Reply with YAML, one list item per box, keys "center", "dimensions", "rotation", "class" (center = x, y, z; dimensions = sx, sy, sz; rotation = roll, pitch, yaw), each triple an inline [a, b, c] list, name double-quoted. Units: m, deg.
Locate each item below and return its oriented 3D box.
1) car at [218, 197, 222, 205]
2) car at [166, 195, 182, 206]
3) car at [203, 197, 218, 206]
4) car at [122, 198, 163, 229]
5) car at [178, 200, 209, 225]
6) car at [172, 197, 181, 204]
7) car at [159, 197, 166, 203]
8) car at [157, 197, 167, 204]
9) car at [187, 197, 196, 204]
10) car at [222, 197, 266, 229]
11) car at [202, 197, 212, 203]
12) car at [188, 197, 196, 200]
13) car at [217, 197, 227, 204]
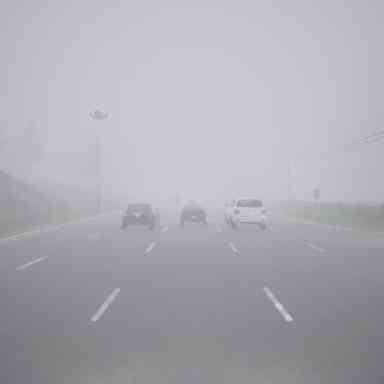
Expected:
- center: [6.990, 2.013, 67.277]
  dimensions: [2.033, 1.411, 5.357]
  rotation: [0, 0, 0]
  class: "car"
- center: [-3.510, 1.689, 67.308]
  dimensions: [2.150, 2.045, 5.566]
  rotation: [0, 0, 0]
  class: "car"
- center: [3.490, 1.822, 67.759]
  dimensions: [2.097, 1.767, 4.553]
  rotation: [0, 0, 0]
  class: "car"
- center: [-3.404, 1.514, 22.945]
  dimensions: [2.097, 1.767, 4.553]
  rotation: [0, 0, 0]
  class: "car"
- center: [0.096, 1.663, 26.161]
  dimensions: [1.882, 1.535, 5.008]
  rotation: [0, 0, 0]
  class: "car"
- center: [-3.512, 1.882, 77.696]
  dimensions: [1.837, 1.490, 4.892]
  rotation: [0, 0, 0]
  class: "car"
- center: [-7.010, 1.992, 67.830]
  dimensions: [1.812, 1.442, 4.674]
  rotation: [0, 0, 0]
  class: "car"
- center: [-7.012, 1.860, 77.696]
  dimensions: [1.882, 1.535, 5.008]
  rotation: [0, 0, 0]
  class: "car"
- center: [-0.012, 1.923, 77.696]
  dimensions: [2.033, 1.411, 5.357]
  rotation: [0, 0, 0]
  class: "car"
- center: [3.596, 1.387, 22.979]
  dimensions: [2.150, 2.045, 5.566]
  rotation: [0, 0, 0]
  class: "car"
- center: [3.488, 1.936, 77.697]
  dimensions: [1.994, 1.385, 4.181]
  rotation: [0, 0, 0]
  class: "car"
- center: [-0.010, 1.944, 67.276]
  dimensions: [1.882, 1.535, 5.008]
  rotation: [0, 0, 0]
  class: "car"
- center: [6.988, 1.923, 77.698]
  dimensions: [2.033, 1.411, 5.357]
  rotation: [0, 0, 0]
  class: "car"
